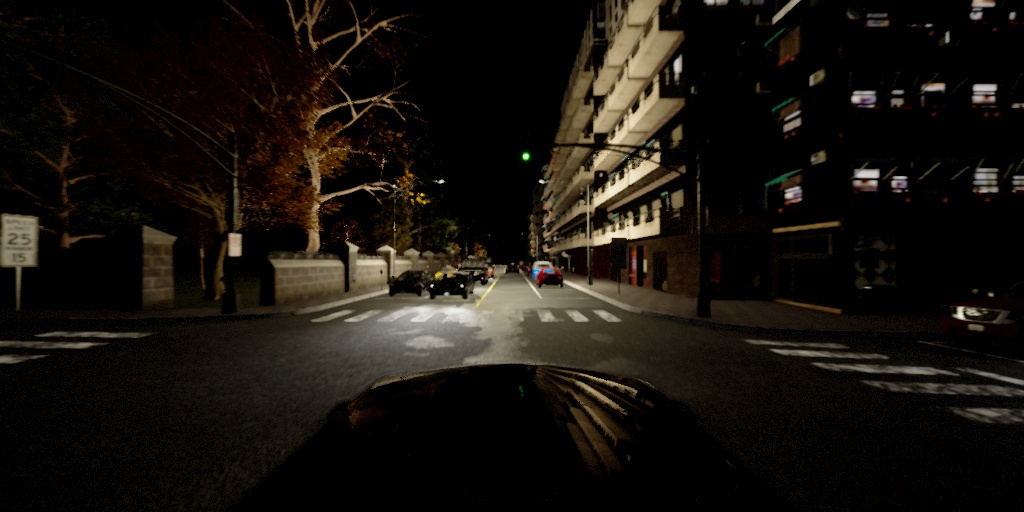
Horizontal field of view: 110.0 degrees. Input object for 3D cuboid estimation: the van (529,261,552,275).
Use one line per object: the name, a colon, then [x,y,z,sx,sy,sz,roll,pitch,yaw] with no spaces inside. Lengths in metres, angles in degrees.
van: [2.688,1.403,32.072,1.690,1.789,3.998,0,0,0]

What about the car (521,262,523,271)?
car: [2.686,1.798,48.961,2.007,1.370,4.403,0,0,0]

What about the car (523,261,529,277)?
car: [2.687,1.625,43.331,1.967,1.591,4.097,0,0,0]

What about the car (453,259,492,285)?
car: [-3.102,1.257,29.340,2.150,2.045,5.566,0,-1,0]

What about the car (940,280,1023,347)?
car: [13.449,1.414,8.470,5.009,1.841,2.192,0,0,-1]

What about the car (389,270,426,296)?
car: [-5.692,1.510,20.811,1.948,1.339,4.313,0,0,0]

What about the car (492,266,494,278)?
car: [-3.094,1.500,39.935,2.097,1.767,4.553,0,-1,0]

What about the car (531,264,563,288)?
car: [2.688,1.548,26.442,1.888,1.381,4.507,0,0,0]

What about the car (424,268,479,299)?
car: [-3.102,1.529,19.287,1.895,1.301,4.718,0,-1,0]

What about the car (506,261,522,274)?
car: [0.092,1.837,51.154,1.994,1.385,4.181,0,-1,0]

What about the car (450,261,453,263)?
car: [-5.694,1.439,37.701,2.192,1.841,5.009,0,0,0]

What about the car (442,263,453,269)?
car: [-5.692,1.588,31.902,1.751,1.417,4.829,0,0,0]
